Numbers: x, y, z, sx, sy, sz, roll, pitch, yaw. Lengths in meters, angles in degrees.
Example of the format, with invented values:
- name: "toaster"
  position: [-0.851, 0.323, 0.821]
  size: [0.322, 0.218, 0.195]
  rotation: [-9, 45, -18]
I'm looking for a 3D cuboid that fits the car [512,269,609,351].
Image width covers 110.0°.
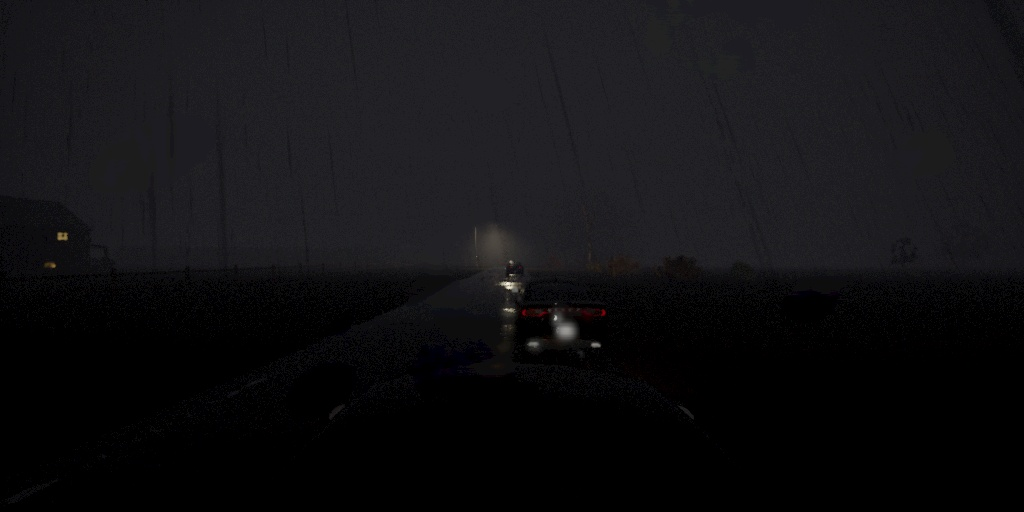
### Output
- name: "car"
  position: [1.021, 1.258, 9.147]
  size: [1.882, 1.535, 5.008]
  rotation: [0, 0, 0]

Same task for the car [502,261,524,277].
- name: "car"
  position: [0.324, 1.394, 38.512]
  size: [2.128, 1.511, 4.902]
  rotation: [0, 0, 0]
